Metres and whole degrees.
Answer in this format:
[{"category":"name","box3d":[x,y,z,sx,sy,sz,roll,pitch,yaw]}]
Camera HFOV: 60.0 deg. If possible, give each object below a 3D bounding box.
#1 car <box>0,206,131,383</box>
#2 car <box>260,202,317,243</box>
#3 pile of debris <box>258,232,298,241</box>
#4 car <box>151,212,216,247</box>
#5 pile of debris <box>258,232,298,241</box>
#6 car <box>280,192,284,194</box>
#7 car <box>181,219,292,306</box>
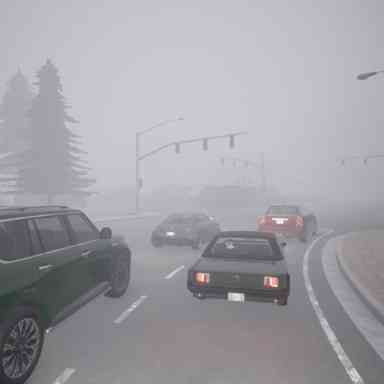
[{"category":"car","box3d":[-2.787,1.222,5.513,2.150,2.045,5.566,0,0,8]},{"category":"car","box3d":[4.815,1.326,16.387,2.097,1.767,4.553,0,0,27]},{"category":"pile of debris","box3d":[4.195,2.150,16.146,1.500,0.140,1.860,0,0,29]},{"category":"car","box3d":[-0.116,1.549,14.472,1.994,1.385,4.181,0,0,20]},{"category":"pile of debris","box3d":[4.195,2.150,16.146,1.500,0.140,1.860,0,0,29]},{"category":"car","box3d":[24.848,1.058,92.177,4.605,1.855,1.932,0,0,40]},{"category":"car","box3d":[1.332,1.590,8.113,1.895,1.301,4.718,0,0,14]}]
